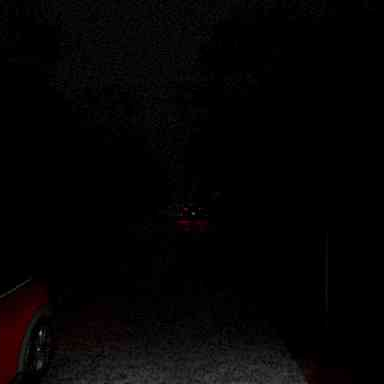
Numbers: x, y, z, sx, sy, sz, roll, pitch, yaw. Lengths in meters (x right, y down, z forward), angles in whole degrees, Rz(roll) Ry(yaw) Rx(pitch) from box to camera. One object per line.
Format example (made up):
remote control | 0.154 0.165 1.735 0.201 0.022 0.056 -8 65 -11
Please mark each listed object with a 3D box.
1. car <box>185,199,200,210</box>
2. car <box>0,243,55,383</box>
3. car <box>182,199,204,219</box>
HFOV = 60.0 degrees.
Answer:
car | 0.102 1.652 44.669 1.895 1.301 4.718 0 0 1
car | -2.822 1.354 2.372 2.097 1.767 4.553 0 0 0
car | 0.105 1.559 29.403 1.812 1.442 4.674 0 0 0
